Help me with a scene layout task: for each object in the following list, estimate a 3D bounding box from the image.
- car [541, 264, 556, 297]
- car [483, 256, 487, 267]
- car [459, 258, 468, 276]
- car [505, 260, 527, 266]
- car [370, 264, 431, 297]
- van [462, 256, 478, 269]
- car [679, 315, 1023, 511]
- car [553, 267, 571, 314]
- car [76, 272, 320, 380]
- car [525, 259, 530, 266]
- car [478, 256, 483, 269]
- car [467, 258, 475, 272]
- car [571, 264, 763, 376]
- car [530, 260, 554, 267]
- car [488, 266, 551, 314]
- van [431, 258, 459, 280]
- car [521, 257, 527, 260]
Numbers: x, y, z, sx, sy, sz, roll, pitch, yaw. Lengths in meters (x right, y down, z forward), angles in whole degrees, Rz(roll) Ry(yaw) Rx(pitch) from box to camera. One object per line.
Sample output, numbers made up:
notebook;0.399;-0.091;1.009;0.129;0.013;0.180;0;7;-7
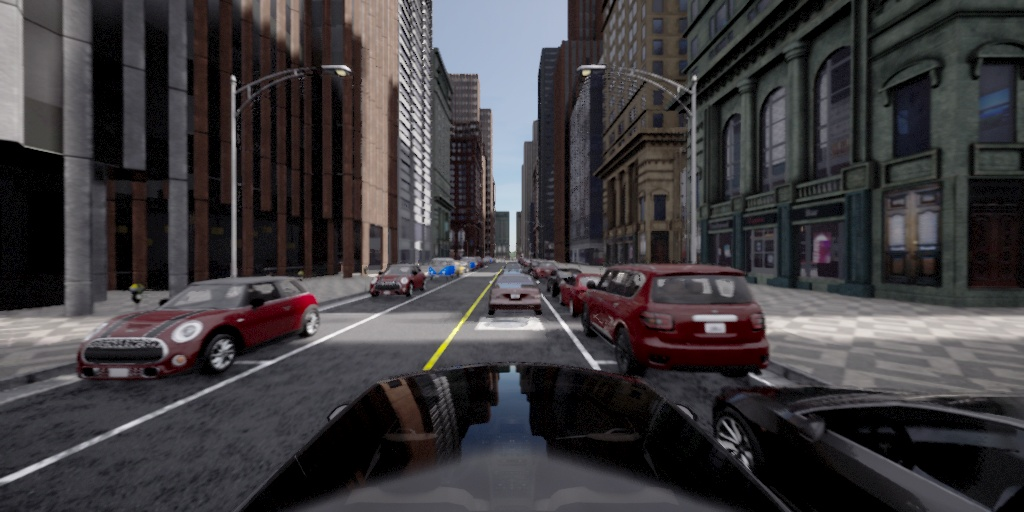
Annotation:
car;2.763;1.291;18.530;1.948;1.339;4.313;0;0;0
car;-5.761;0.991;57.978;2.192;1.841;5.009;0;0;0
car;-5.762;1.226;35.262;1.751;1.417;4.829;0;0;0
car;0.100;1.307;31.687;1.895;1.301;4.718;0;0;0
car;-5.762;1.165;18.522;1.967;1.591;4.097;0;0;0
van;-5.761;1.029;46.704;1.690;1.789;3.998;0;0;0
car;2.763;1.316;1.621;1.948;1.339;4.313;0;0;0
car;2.763;1.279;12.894;1.888;1.381;4.507;0;0;0
car;-5.762;1.181;7.249;1.967;1.591;4.097;0;0;0
car;2.763;1.260;41.074;1.948;1.339;4.313;0;0;0
car;-5.761;1.122;52.341;1.967;1.591;4.097;0;0;0
car;-5.762;1.244;41.068;2.007;1.370;4.403;0;0;0
car;2.763;1.057;7.258;2.192;1.841;5.009;0;0;0
car;2.763;1.148;29.802;1.967;1.591;4.097;0;0;0
car;0.101;1.280;13.580;2.033;1.411;5.357;0;0;0
van;-5.762;1.049;29.795;1.690;1.789;3.998;0;0;0
car;2.764;1.258;57.984;1.802;1.307;4.207;0;0;0
